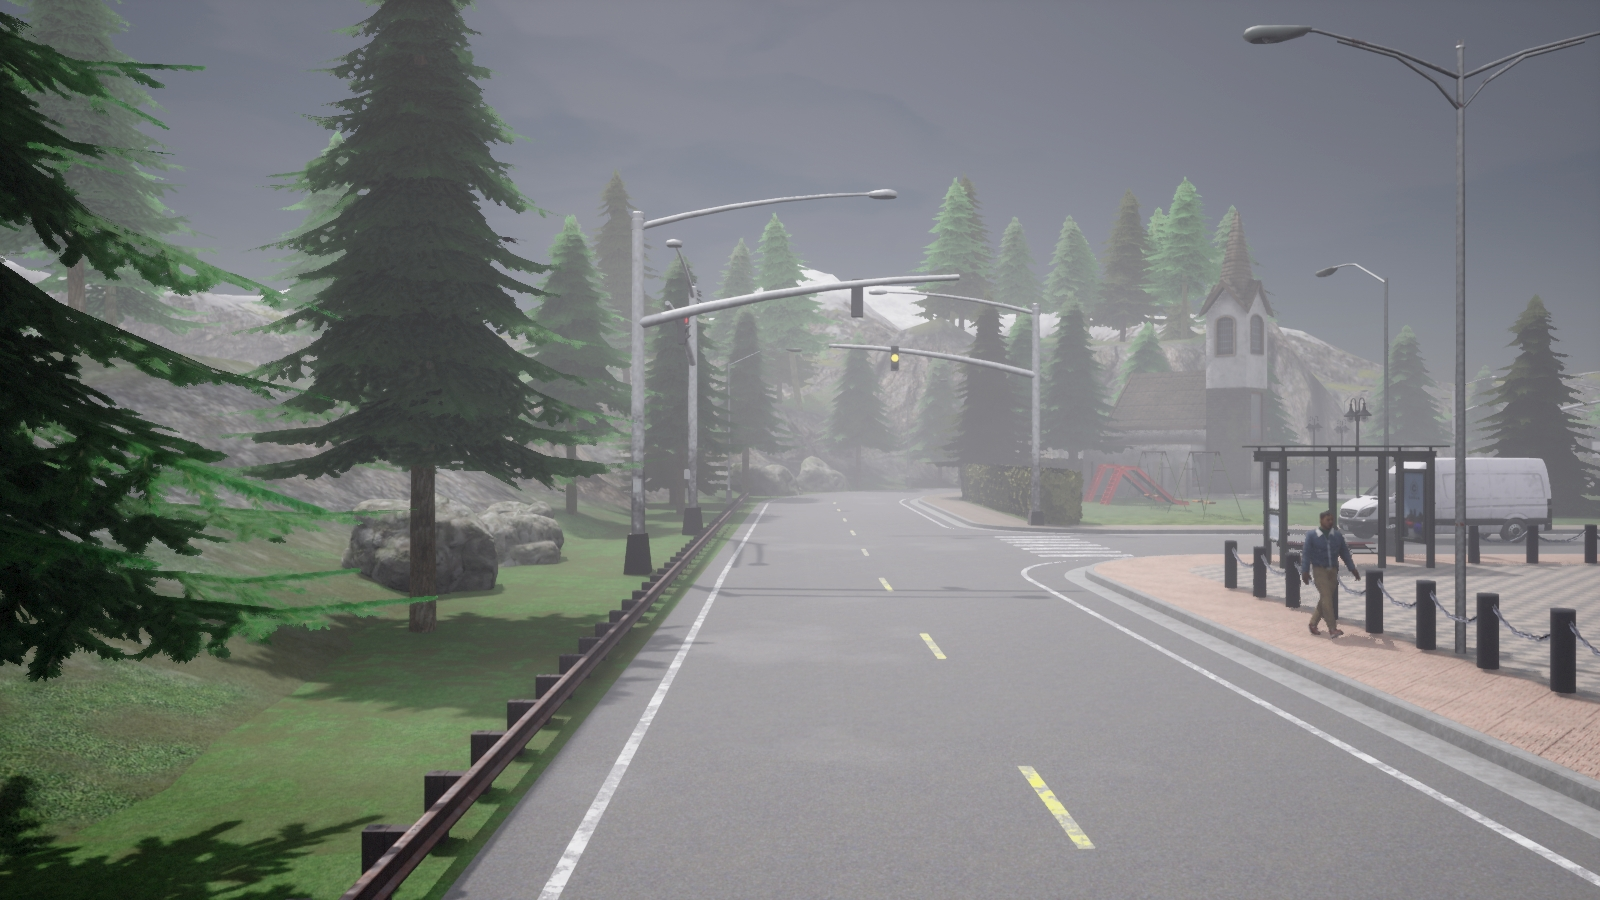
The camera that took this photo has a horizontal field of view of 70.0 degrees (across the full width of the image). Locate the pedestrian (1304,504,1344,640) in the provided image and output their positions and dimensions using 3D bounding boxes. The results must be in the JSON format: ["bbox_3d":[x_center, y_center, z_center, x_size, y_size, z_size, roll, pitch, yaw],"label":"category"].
[{"bbox_3d":[7.323,1.691,15.977,0.375,1.860,0.375,0,0,-1],"label":"pedestrian"}]

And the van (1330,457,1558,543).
[{"bbox_3d":[19.746,1.515,35.223,5.915,2.561,1.988,0,0,0],"label":"van"}]
